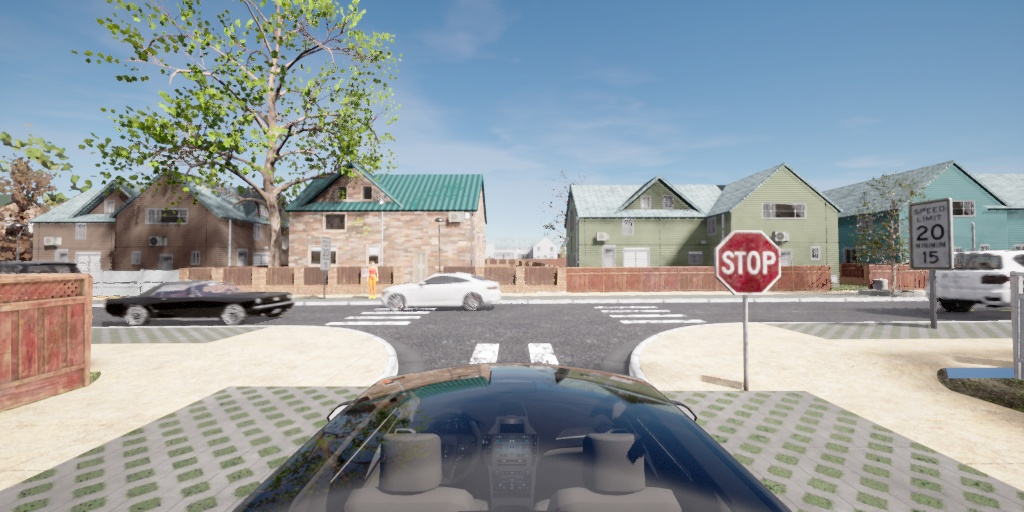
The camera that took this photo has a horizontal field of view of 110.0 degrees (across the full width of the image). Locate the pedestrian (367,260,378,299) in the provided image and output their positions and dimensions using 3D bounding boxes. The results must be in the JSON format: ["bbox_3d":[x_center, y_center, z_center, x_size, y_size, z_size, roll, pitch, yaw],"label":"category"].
[{"bbox_3d":[-6.707,1.114,17.239,0.375,1.860,0.375,0,-1,1],"label":"pedestrian"}]

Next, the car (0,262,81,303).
[{"bbox_3d":[-20.737,1.268,14.504,5.566,2.045,2.150,-1,-1,0],"label":"car"}]

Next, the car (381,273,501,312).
[{"bbox_3d":[-2.759,1.386,14.265,4.674,1.442,1.812,0,-1,1],"label":"car"}]

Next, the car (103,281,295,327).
[{"bbox_3d":[-9.681,1.454,11.407,4.718,1.301,1.895,-1,-1,1],"label":"car"}]

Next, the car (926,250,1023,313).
[{"bbox_3d":[16.383,0.838,11.068,5.566,2.045,2.150,0,-1,1],"label":"car"}]
